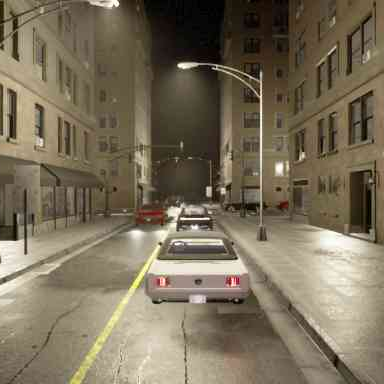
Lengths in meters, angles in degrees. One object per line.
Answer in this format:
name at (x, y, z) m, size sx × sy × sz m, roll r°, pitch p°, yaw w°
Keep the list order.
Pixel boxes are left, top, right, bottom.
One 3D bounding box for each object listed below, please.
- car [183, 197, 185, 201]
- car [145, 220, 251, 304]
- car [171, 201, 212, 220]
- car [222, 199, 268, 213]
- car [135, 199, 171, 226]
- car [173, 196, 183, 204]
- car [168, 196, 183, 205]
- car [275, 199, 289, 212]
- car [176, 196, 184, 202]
car at (-2.819, 1.552, 58.190) m, size 2.128 × 1.511 × 4.902 m, roll 0°, pitch 0°, yaw 0°
car at (0.106, 1.602, 8.074) m, size 1.895 × 1.301 × 4.718 m, roll 0°, pitch 0°, yaw 0°
car at (0.109, 1.499, 18.295) m, size 2.128 × 1.511 × 4.902 m, roll 0°, pitch 0°, yaw -1°
car at (5.798, 1.521, 36.389) m, size 4.902 × 1.511 × 2.128 m, roll 0°, pitch 0°, yaw 7°
car at (-2.746, 1.500, 23.494) m, size 1.882 × 1.535 × 5.008 m, roll 0°, pitch 0°, yaw 0°
car at (-2.754, 1.582, 67.658) m, size 1.837 × 1.490 × 4.892 m, roll 0°, pitch 0°, yaw 1°
car at (-2.834, 1.398, 48.979) m, size 2.097 × 1.767 × 4.553 m, roll 0°, pitch 0°, yaw 0°
car at (12.275, 1.354, 38.536) m, size 5.009 × 1.841 × 2.192 m, roll 0°, pitch 0°, yaw 0°
car at (-2.734, 1.616, 77.946) m, size 1.812 × 1.442 × 4.674 m, roll 0°, pitch 0°, yaw 0°
